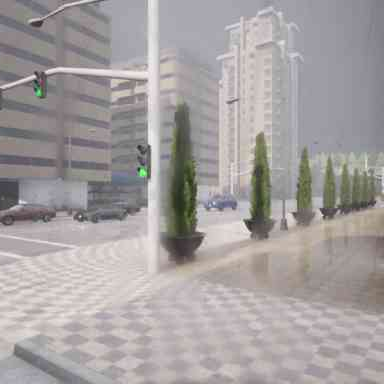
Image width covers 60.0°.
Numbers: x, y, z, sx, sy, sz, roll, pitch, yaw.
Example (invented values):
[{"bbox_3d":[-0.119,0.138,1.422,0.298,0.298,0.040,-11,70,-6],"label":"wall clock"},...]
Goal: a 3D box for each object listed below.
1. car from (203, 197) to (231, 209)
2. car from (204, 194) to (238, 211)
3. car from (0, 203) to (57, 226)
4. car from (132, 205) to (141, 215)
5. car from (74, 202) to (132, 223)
[{"bbox_3d":[3.649,1.560,47.808,1.837,1.490,4.892,0,0,35],"label":"car"},{"bbox_3d":[3.740,1.277,41.800,2.150,2.045,5.566,0,0,35],"label":"car"},{"bbox_3d":[-12.370,1.581,24.573,1.812,1.442,4.674,0,0,34],"label":"car"},{"bbox_3d":[-7.226,1.656,32.078,1.895,1.301,4.718,0,0,35],"label":"car"},{"bbox_3d":[-7.101,1.619,26.090,1.994,1.385,4.181,0,0,35],"label":"car"}]
